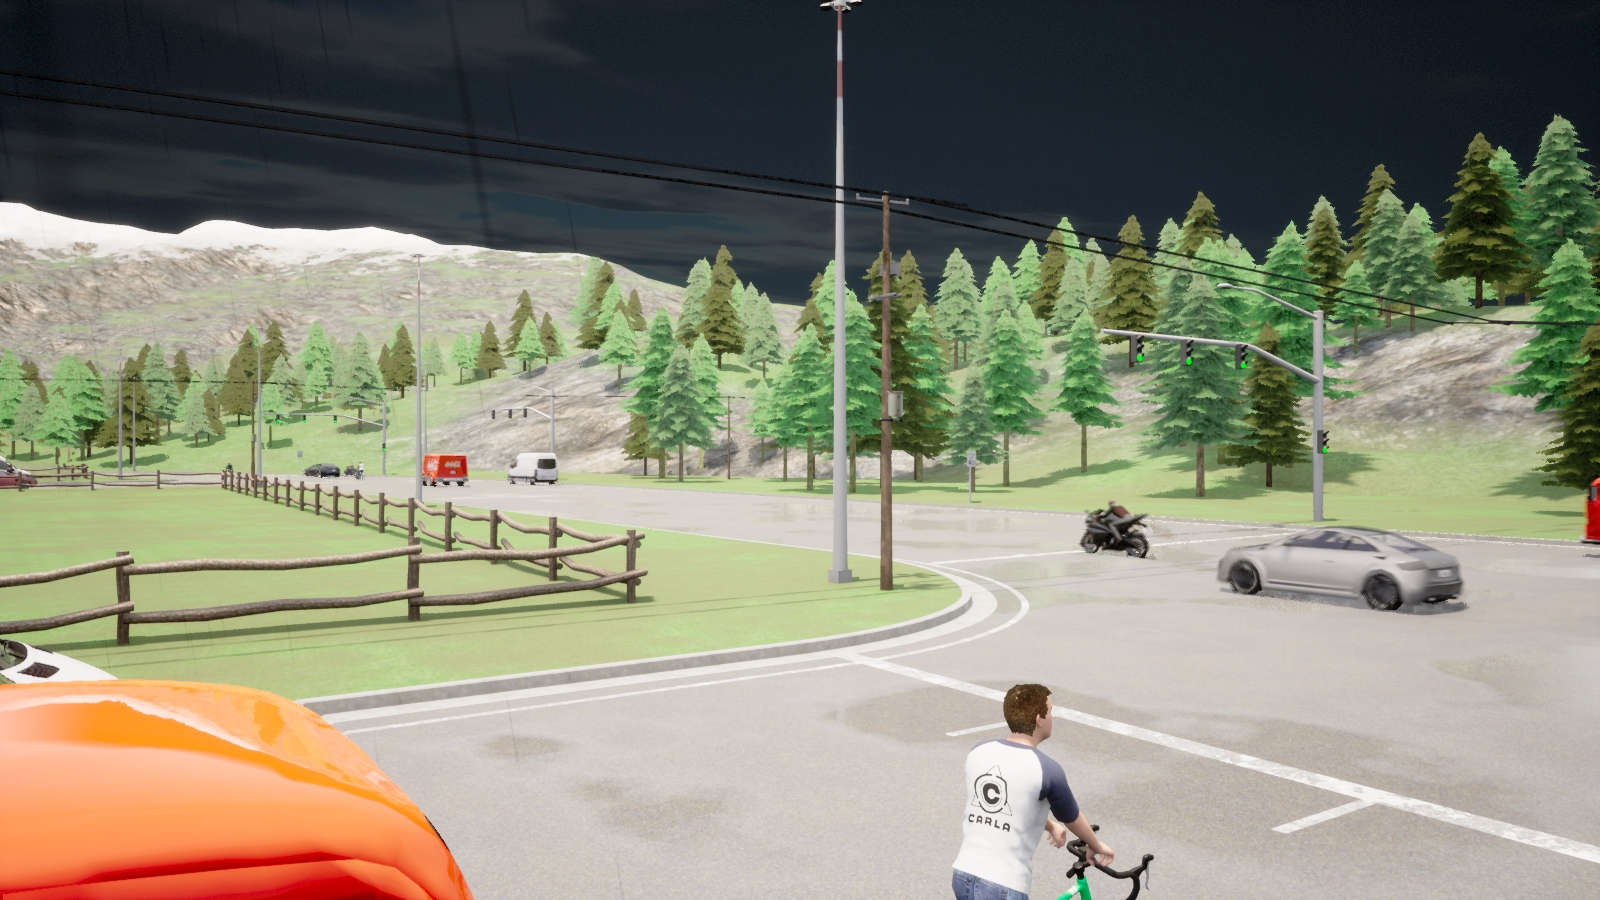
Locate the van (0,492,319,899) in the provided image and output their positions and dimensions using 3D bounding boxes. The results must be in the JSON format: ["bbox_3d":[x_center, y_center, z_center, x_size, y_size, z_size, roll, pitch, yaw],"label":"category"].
[{"bbox_3d":[-5.215,1.535,4.399,5.915,2.561,1.988,0,0,-35],"label":"van"}]

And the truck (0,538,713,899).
[{"bbox_3d":[-3.048,1.570,1.731,5.204,2.467,2.627,0,0,-34],"label":"truck"}]

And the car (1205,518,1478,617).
[{"bbox_3d":[10.026,2.105,21.442,1.994,1.385,4.181,0,0,-35],"label":"car"}]

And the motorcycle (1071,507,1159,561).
[{"bbox_3d":[8.279,2.189,30.127,0.867,1.251,2.209,0,0,-35],"label":"motorcycle"}]

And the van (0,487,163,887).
[{"bbox_3d":[-7.472,1.528,7.092,5.915,2.561,1.988,2,-1,-35],"label":"van"}]

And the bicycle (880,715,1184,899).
[{"bbox_3d":[1.060,2.053,4.957,1.643,1.496,0.373,0,0,-41],"label":"bicycle"}]

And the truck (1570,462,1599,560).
[{"bbox_3d":[22.443,1.546,28.099,2.627,2.467,5.204,0,0,-35],"label":"truck"}]
